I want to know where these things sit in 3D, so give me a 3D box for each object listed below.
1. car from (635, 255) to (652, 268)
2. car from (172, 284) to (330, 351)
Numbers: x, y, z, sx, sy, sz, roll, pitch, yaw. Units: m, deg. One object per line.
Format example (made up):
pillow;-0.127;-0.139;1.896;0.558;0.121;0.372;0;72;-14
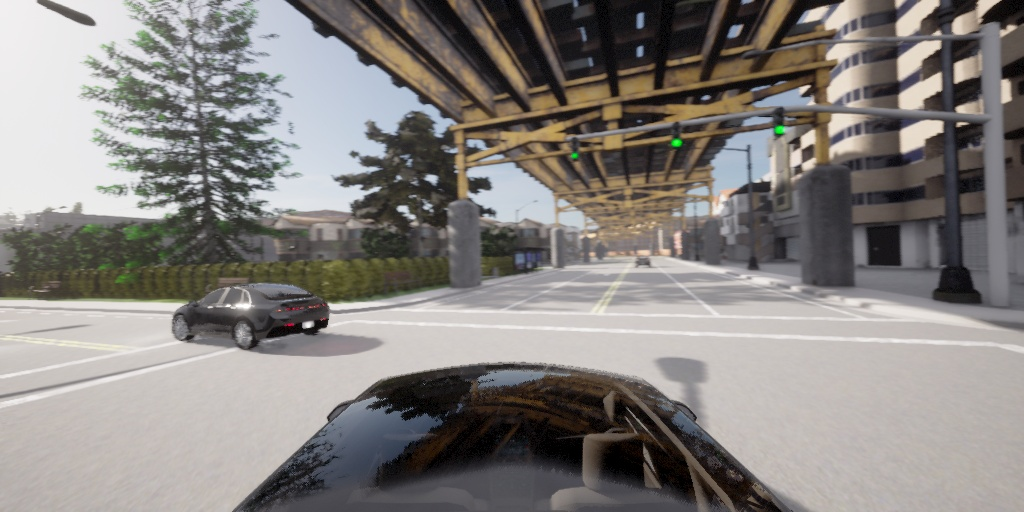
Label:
car;16.618;0.677;45.482;2.128;1.511;4.902;-2;0;20
car;-7.184;1.515;9.814;4.892;1.490;1.837;-2;-1;25
